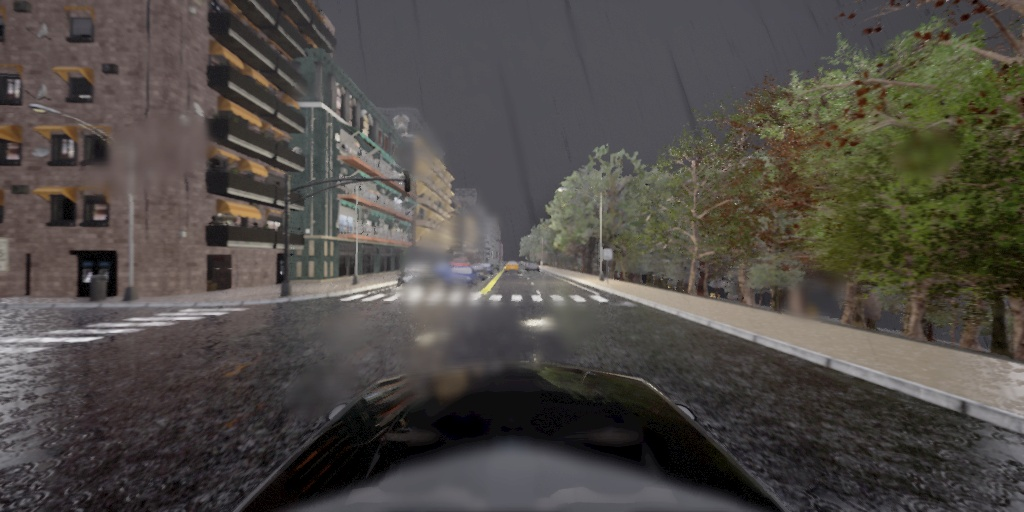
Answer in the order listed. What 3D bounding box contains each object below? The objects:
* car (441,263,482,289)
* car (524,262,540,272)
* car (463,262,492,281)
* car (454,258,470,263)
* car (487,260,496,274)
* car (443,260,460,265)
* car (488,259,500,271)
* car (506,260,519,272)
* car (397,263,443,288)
[{"bbox_3d":[-3.323,1.435,24.596,1.812,1.442,4.674,0,0,0],"label":"car"},{"bbox_3d":[3.288,1.762,56.621,1.994,1.385,4.181,0,0,0],"label":"car"},{"bbox_3d":[-3.327,1.534,34.184,2.033,1.411,5.357,0,0,0],"label":"car"},{"bbox_3d":[-6.558,1.292,46.073,2.150,2.045,5.566,0,0,0],"label":"car"},{"bbox_3d":[-3.304,1.597,44.516,1.812,1.442,4.674,0,-1,0],"label":"car"},{"bbox_3d":[-6.572,1.454,34.564,1.882,1.535,5.008,0,0,0],"label":"car"},{"bbox_3d":[-3.209,1.484,60.360,2.150,2.045,5.566,0,0,0],"label":"car"},{"bbox_3d":[0.037,1.659,56.207,1.882,1.535,5.008,0,0,0],"label":"car"},{"bbox_3d":[-6.583,1.394,25.329,2.128,1.511,4.902,0,0,0],"label":"car"}]
